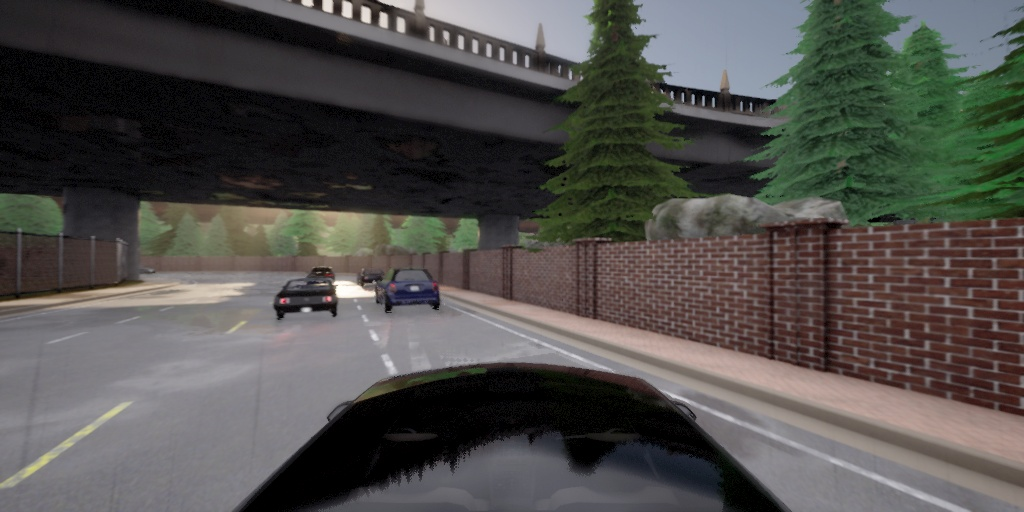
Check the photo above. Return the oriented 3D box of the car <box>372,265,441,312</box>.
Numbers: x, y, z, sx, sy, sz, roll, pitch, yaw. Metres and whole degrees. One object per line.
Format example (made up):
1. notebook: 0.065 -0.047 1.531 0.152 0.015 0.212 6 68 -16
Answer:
1. car: -4.577 1.257 15.360 2.097 1.767 4.553 0 -1 -26

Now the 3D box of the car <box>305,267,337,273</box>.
1. car: -14.489 1.542 27.268 1.837 1.490 4.892 0 0 -28

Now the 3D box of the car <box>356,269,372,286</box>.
1. car: -11.228 1.655 28.600 1.895 1.301 4.718 0 -1 -28

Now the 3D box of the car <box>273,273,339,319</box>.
1. car: -7.639 1.483 13.645 1.895 1.301 4.718 0 -1 -26
